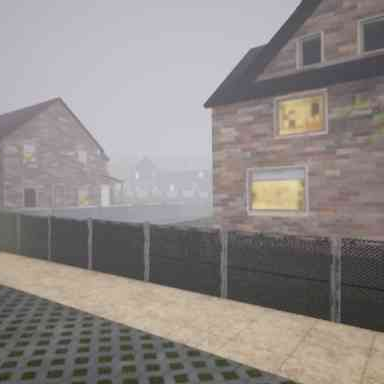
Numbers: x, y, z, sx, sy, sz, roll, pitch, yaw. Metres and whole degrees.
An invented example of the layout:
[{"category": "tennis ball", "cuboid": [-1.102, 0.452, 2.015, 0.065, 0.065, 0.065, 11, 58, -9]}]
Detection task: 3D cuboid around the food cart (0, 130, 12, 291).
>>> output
[{"category": "food cart", "cuboid": [-6.653, 0.448, 7.916, 4.660, 3.560, 2.280, -1, 0, 35]}]
